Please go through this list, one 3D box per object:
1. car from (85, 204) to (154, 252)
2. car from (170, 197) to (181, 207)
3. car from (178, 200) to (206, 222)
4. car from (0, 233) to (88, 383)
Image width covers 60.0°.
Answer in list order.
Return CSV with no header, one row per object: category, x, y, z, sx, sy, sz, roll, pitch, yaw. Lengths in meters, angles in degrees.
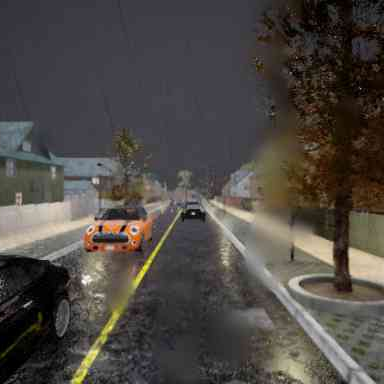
car,-2.843,1.355,13.794,2.097,1.767,4.553,0,0,0
car,-2.671,1.652,55.675,2.128,1.511,4.902,0,-1,1
car,0.098,1.588,26.990,1.994,1.385,4.181,0,0,0
car,-2.845,1.523,3.744,1.812,1.442,4.674,0,0,0
